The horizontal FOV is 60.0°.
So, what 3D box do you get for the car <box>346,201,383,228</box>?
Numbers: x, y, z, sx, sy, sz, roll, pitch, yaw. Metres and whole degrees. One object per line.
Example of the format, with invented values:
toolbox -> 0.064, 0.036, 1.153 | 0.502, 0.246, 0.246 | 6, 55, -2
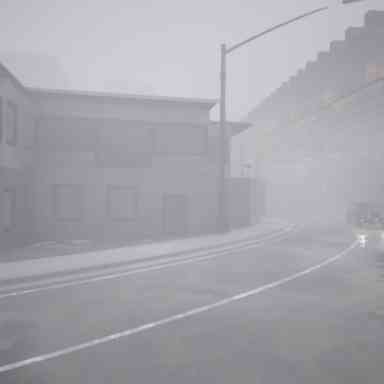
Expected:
car -> 14.036, 1.745, 26.818 | 2.150, 2.045, 5.566 | 1, -2, 14
